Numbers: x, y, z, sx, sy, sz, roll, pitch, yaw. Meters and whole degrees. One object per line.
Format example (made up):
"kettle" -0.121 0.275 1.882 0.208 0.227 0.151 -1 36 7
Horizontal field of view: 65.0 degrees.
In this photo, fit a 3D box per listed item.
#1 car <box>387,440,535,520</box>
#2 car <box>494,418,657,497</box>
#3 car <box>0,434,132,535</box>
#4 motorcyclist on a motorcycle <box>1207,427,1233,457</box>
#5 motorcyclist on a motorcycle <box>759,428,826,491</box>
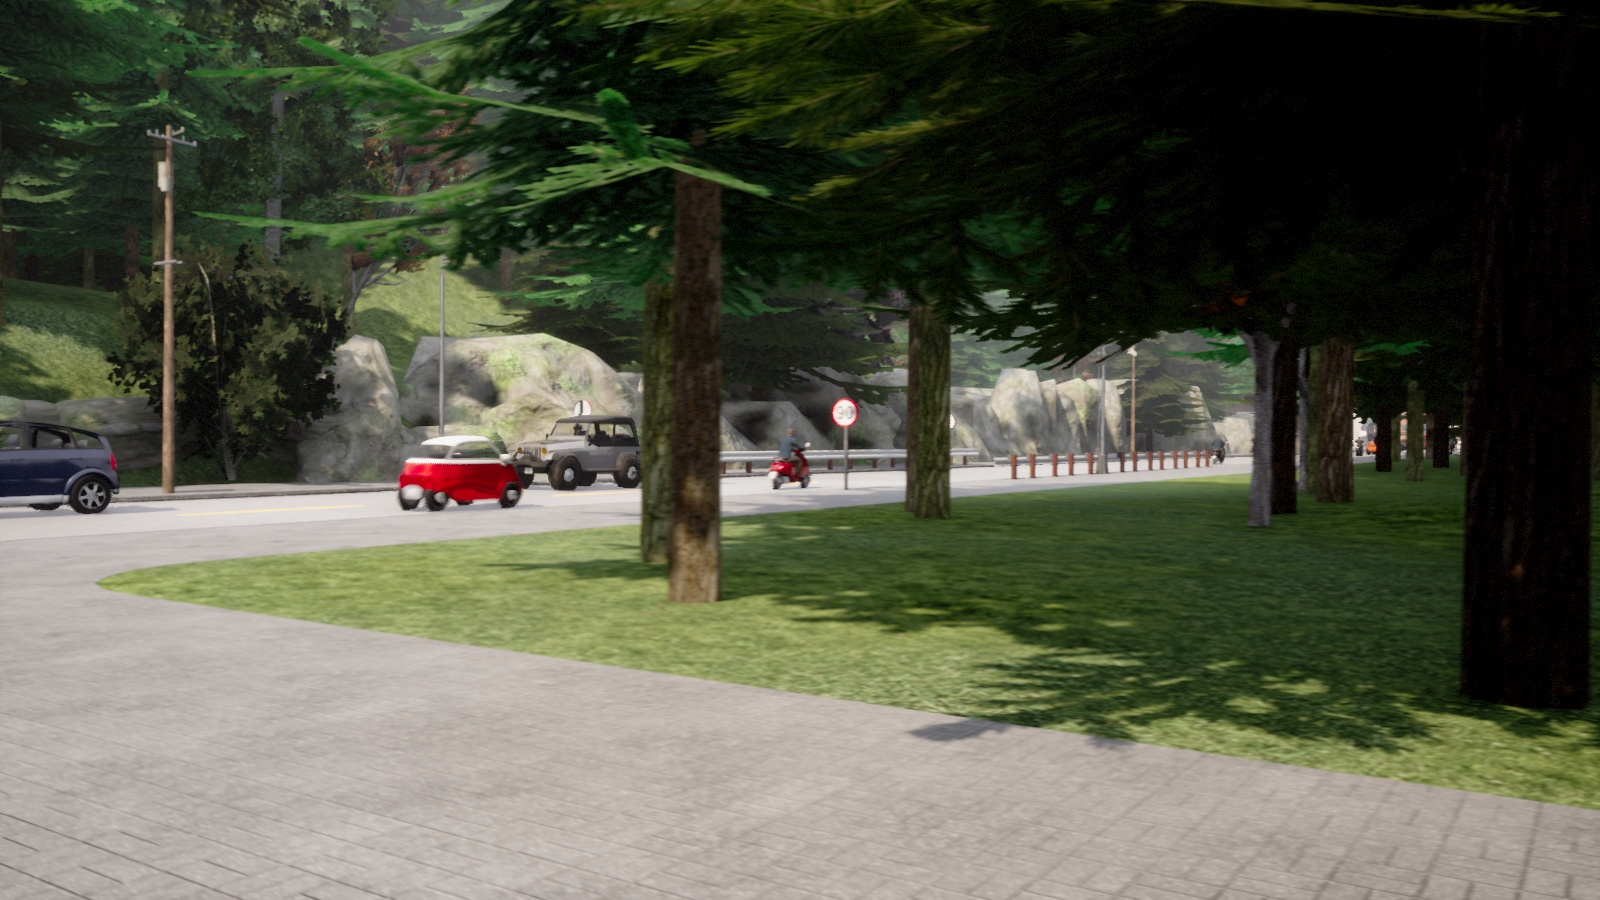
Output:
"car" -6.296 0.523 23.440 1.481 1.376 2.207 0 1 33
"car" -5.616 0.144 31.813 1.905 1.878 3.866 0 1 33
"car" -13.145 0.548 20.309 1.789 1.549 3.705 0 1 33
"motorcyclist on a motorcycle" 22.476 -0.436 67.218 0.866 1.590 1.817 0 1 34
"motorcyclist on a motorcycle" -0.179 0.239 32.810 0.866 1.590 1.817 0 1 33
